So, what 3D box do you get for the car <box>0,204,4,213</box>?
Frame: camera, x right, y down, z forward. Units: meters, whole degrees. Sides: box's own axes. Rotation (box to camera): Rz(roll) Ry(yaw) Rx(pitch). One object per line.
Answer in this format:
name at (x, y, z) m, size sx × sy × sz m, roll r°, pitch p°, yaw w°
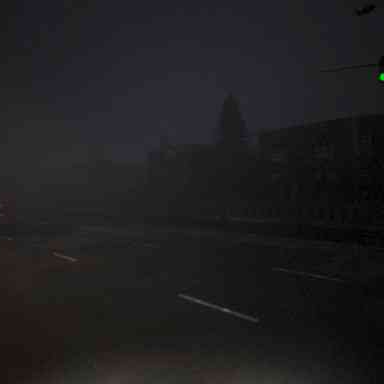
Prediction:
car at (-25.293, 1.878, 41.993) m, size 1.812 × 1.442 × 4.674 m, roll -1°, pitch 0°, yaw -42°
